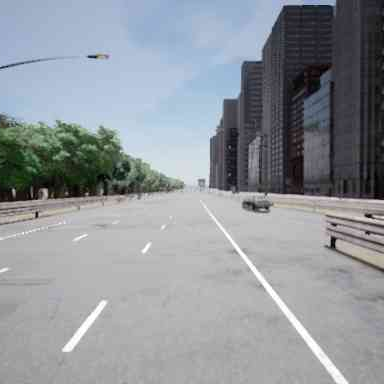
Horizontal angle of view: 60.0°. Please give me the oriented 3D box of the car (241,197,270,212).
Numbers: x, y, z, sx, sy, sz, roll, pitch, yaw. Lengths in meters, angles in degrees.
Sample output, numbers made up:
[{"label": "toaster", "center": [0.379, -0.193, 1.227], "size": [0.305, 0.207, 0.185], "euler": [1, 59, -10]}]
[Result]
[{"label": "car", "center": [6.763, 1.276, 35.839], "size": [2.128, 1.511, 4.902], "euler": [0, 0, -9]}]
